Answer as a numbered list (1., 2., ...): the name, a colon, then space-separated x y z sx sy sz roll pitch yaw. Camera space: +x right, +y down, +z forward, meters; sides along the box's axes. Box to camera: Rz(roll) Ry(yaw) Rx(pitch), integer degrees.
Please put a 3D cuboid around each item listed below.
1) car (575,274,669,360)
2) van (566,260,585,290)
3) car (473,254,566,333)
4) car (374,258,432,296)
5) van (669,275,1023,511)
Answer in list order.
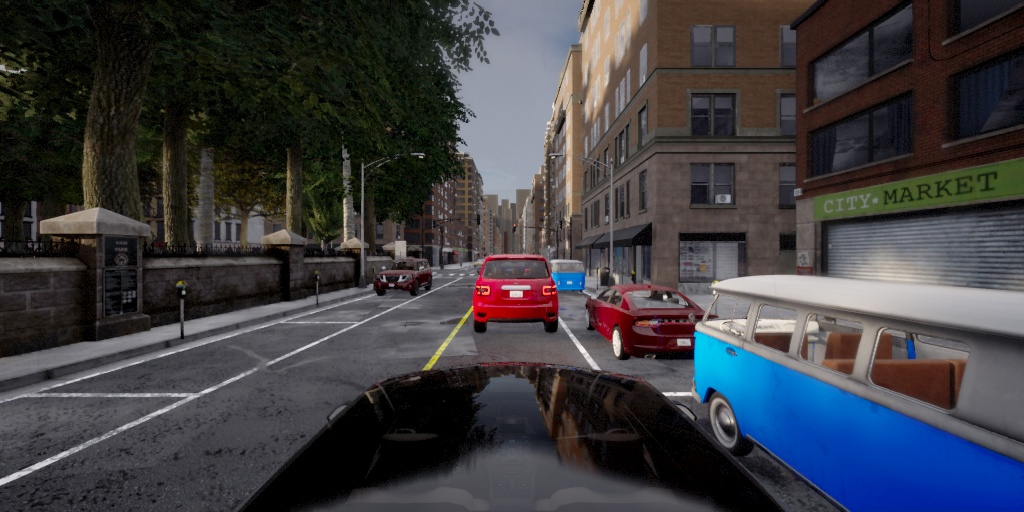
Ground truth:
1. car: 2.850 1.294 8.173 1.888 1.381 4.507 0 0 0
2. van: 2.839 1.085 19.494 1.690 1.789 3.998 0 0 0
3. car: 0.088 0.970 10.929 2.150 2.045 5.566 0 0 0
4. car: -5.685 1.059 19.446 2.192 1.841 5.009 0 0 0
5. van: 2.856 1.091 2.512 1.690 1.789 3.998 0 0 0
